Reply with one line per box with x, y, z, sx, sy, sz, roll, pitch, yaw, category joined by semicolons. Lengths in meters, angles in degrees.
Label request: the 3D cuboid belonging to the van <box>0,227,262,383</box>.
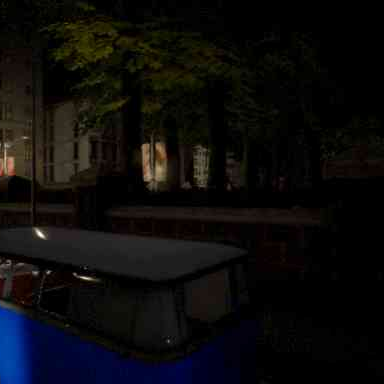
-1.229;1.359;3.726;3.998;1.788;1.690;0;0;35;van
